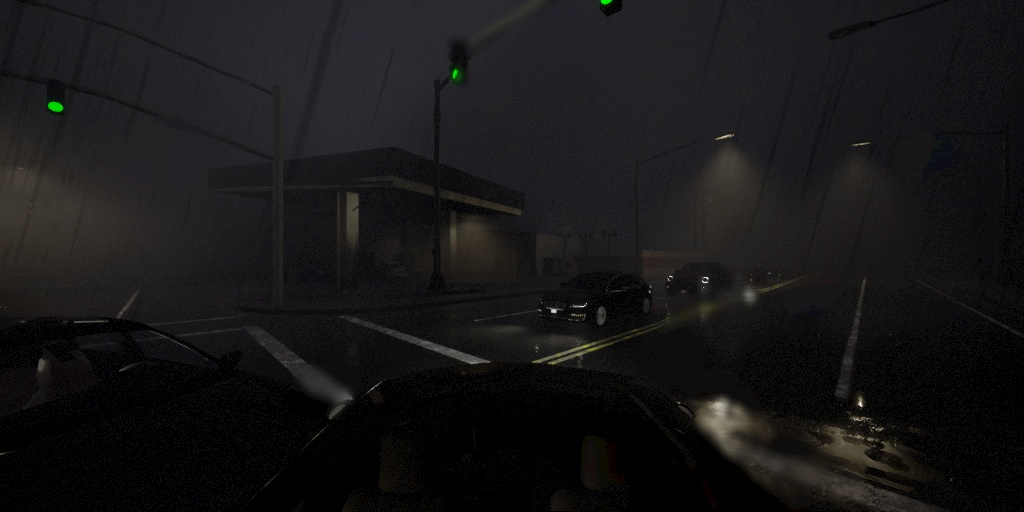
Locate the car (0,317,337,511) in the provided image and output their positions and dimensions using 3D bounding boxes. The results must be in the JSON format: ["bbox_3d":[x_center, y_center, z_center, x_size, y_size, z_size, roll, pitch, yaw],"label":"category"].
[{"bbox_3d":[-3.430,1.242,2.480,4.902,1.511,2.128,0,0,15],"label":"car"}]

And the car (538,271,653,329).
[{"bbox_3d":[2.841,1.255,11.520,1.837,1.490,4.892,0,0,44],"label":"car"}]

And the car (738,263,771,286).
[{"bbox_3d":[16.559,1.314,25.324,1.994,1.385,4.181,0,0,44],"label":"car"}]

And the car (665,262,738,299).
[{"bbox_3d":[9.656,1.102,18.390,2.097,1.767,4.553,0,0,45],"label":"car"}]

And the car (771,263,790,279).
[{"bbox_3d":[23.667,1.314,32.403,4.181,1.385,1.994,0,0,-45],"label":"car"}]
